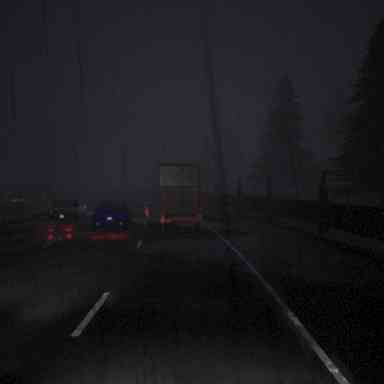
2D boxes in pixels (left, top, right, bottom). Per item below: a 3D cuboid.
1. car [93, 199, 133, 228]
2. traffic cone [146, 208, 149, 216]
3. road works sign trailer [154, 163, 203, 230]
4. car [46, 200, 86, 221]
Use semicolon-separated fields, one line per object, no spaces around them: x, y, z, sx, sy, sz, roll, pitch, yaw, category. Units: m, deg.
-4.537;1.165;19.436;1.882;1.535;5.008;0;1;-7;car
-3.411;1.546;25.477;0.340;0.580;0.340;0;1;-10;traffic cone
-0.759;0.161;18.808;2.380;3.560;2.880;0;1;-10;road works sign trailer
-8.670;1.226;23.379;1.895;1.301;4.718;0;1;-10;car
